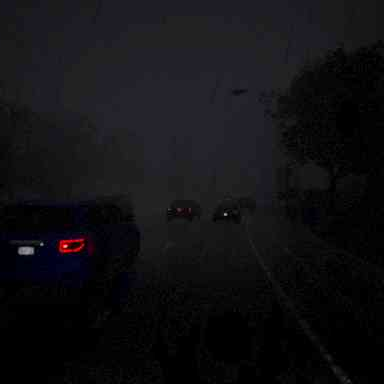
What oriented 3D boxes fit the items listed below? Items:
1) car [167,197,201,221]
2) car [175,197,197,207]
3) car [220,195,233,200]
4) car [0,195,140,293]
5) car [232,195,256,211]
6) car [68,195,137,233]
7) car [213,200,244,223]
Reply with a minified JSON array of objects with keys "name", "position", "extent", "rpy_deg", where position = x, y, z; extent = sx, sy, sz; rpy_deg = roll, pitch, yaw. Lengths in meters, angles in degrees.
[{"name":"car","position":[-0.544,1.348,26.979],"extent":[2.097,1.767,4.553],"rpy_deg":[0,0,11]},{"name":"car","position":[-0.900,1.507,52.162],"extent":[1.812,1.442,4.674],"rpy_deg":[0,0,20]},{"name":"car","position":[6.783,1.365,61.548],"extent":[2.097,1.767,4.553],"rpy_deg":[0,0,25]},{"name":"car","position":[-2.982,1.214,9.018],"extent":[2.150,2.045,5.566],"rpy_deg":[0,0,4]},{"name":"car","position":[6.805,1.373,41.679],"extent":[2.097,1.767,4.553],"rpy_deg":[0,0,17]},{"name":"car","position":[-5.373,1.205,20.995],"extent":[2.150,2.045,5.566],"rpy_deg":[0,0,9]},{"name":"car","position":[2.760,1.571,25.664],"extent":[1.994,1.385,4.181],"rpy_deg":[0,0,11]}]
